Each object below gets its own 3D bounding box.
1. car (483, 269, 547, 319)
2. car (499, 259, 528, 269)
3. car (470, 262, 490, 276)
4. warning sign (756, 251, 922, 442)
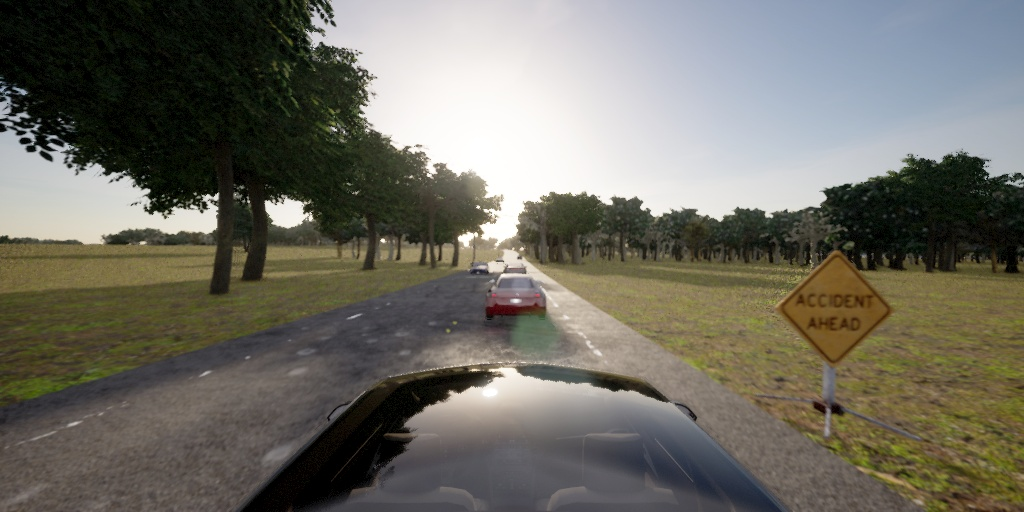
[{"bbox_3d":[0.131,1.329,12.833,1.994,1.385,4.181,0,0,0],"label":"car"},{"bbox_3d":[0.255,1.255,29.951,2.128,1.511,4.902,0,0,1],"label":"car"},{"bbox_3d":[-3.350,1.293,38.253,2.033,1.411,5.357,0,0,1],"label":"car"},{"bbox_3d":[3.553,0.869,4.035,1.300,1.860,1.060,0,0,0],"label":"warning sign"}]
